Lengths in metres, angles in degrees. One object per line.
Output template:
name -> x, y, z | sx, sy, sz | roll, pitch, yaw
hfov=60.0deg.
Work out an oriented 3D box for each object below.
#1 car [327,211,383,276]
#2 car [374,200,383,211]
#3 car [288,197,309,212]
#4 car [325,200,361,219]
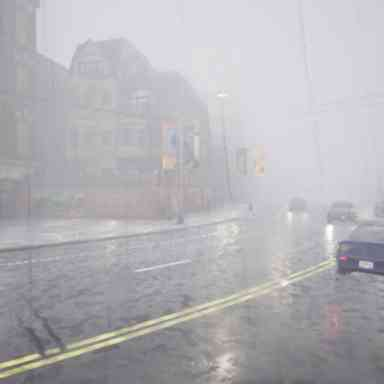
car -> 5.522, 1.468, 9.227 | 1.812, 1.442, 4.674 | 0, 0, 43
car -> 15.656, 1.306, 26.108 | 1.882, 1.535, 5.008 | 0, 0, 20
car -> 11.533, 1.343, 36.146 | 1.837, 1.490, 4.892 | 0, 0, 17
car -> 10.568, 1.378, 23.330 | 1.837, 1.490, 4.892 | 0, 0, 24
